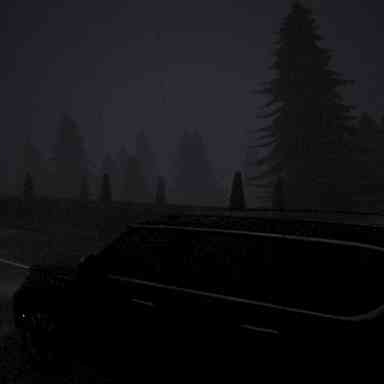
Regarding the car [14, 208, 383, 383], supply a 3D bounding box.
[{"bbox_3d":[0.237,1.215,3.823,5.566,2.045,2.150,1,0,36],"label":"car"}]
